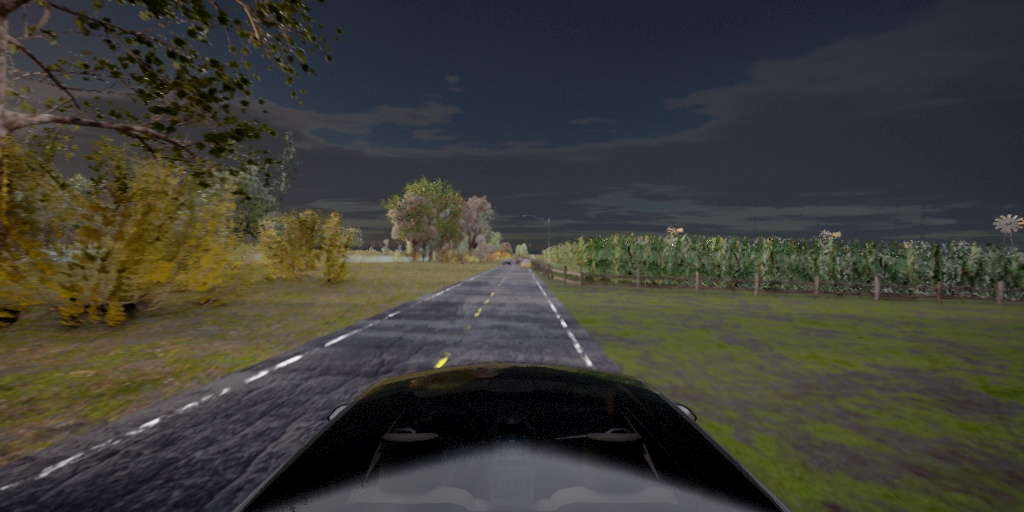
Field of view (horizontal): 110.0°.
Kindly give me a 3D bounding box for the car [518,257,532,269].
[{"bbox_3d":[2.348,1.318,59.710,1.801,1.575,5.366,1,0,1],"label":"car"}]
